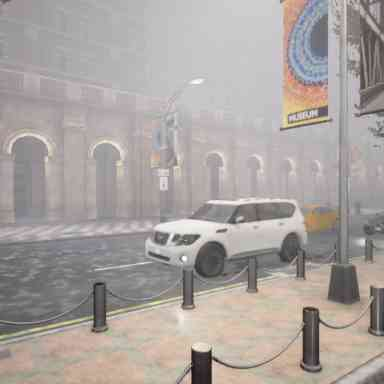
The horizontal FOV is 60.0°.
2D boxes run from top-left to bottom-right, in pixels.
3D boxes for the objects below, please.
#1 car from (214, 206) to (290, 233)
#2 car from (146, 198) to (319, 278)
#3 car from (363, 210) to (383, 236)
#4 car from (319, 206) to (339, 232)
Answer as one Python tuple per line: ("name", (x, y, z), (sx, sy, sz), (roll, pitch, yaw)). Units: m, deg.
("car", (3.782, 1.595, 20.477), (4.718, 1.301, 1.895), (0, 0, -36))
("car", (1.320, 1.222, 10.495), (5.566, 2.045, 2.150), (0, 0, -36))
("car", (10.846, 1.525, 17.367), (4.674, 1.442, 1.812), (0, 0, -36))
("car", (6.393, 1.477, 18.456), (5.008, 1.535, 1.882), (0, 0, -36))
